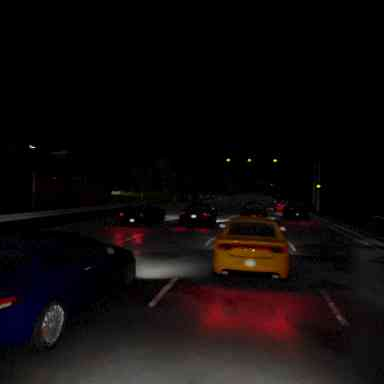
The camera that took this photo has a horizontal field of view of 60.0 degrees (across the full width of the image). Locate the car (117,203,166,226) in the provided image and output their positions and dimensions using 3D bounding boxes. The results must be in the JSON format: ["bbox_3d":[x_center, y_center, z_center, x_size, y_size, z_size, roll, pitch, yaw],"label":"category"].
[{"bbox_3d":[-3.120,1.378,21.761,1.895,1.301,4.718,2,0,11],"label":"car"}]

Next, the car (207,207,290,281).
[{"bbox_3d":[1.795,1.466,10.037,1.882,1.535,5.008,2,1,11],"label":"car"}]

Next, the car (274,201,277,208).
[{"bbox_3d":[11.075,1.628,40.584,1.994,1.385,4.181,2,0,11],"label":"car"}]

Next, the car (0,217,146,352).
[{"bbox_3d":[-2.534,1.416,5.968,1.812,1.442,4.674,2,0,11],"label":"car"}]

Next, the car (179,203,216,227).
[{"bbox_3d":[0.476,1.440,21.947,1.994,1.385,4.181,2,0,11],"label":"car"}]

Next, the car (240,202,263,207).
[{"bbox_3d":[4.567,1.502,24.850,1.812,1.442,4.674,2,0,11],"label":"car"}]

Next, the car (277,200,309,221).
[{"bbox_3d":[8.879,1.565,28.848,2.128,1.511,4.902,2,0,11],"label":"car"}]
